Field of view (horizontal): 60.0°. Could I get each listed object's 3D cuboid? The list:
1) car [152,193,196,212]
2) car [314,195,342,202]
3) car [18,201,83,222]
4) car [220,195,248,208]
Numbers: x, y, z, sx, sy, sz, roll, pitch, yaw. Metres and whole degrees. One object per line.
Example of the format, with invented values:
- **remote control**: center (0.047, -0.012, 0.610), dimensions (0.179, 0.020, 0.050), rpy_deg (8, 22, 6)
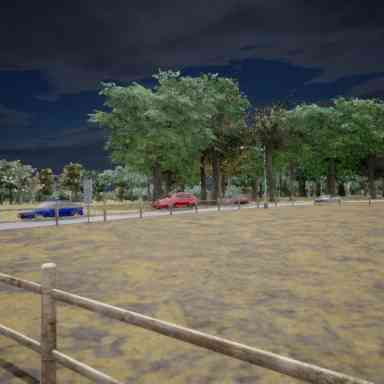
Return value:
- **car**: center (-1.935, 1.139, 37.939), dimensions (2.150, 2.045, 5.566), rpy_deg (-2, -1, 42)
- **car**: center (22.267, 1.146, 54.342), dimensions (4.718, 1.301, 1.895), rpy_deg (-1, -2, -30)
- **car**: center (-11.059, 1.478, 26.226), dimensions (1.882, 1.535, 5.008), rpy_deg (-2, -1, 36)
- **car**: center (5.656, 1.183, 45.652), dimensions (4.553, 1.767, 2.097), rpy_deg (0, -1, -42)
